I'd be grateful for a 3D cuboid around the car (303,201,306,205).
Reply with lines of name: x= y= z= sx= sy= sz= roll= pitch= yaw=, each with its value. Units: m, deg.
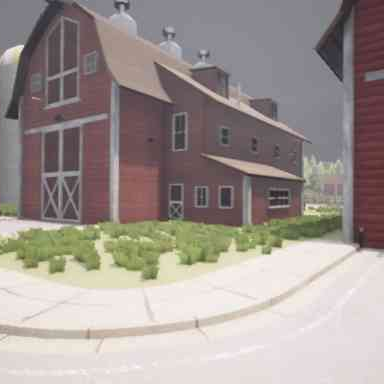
car: x=21.313 y=2.038 z=66.676 sx=1.905 sy=1.878 sz=3.866 roll=0 pitch=-1 yaw=36
